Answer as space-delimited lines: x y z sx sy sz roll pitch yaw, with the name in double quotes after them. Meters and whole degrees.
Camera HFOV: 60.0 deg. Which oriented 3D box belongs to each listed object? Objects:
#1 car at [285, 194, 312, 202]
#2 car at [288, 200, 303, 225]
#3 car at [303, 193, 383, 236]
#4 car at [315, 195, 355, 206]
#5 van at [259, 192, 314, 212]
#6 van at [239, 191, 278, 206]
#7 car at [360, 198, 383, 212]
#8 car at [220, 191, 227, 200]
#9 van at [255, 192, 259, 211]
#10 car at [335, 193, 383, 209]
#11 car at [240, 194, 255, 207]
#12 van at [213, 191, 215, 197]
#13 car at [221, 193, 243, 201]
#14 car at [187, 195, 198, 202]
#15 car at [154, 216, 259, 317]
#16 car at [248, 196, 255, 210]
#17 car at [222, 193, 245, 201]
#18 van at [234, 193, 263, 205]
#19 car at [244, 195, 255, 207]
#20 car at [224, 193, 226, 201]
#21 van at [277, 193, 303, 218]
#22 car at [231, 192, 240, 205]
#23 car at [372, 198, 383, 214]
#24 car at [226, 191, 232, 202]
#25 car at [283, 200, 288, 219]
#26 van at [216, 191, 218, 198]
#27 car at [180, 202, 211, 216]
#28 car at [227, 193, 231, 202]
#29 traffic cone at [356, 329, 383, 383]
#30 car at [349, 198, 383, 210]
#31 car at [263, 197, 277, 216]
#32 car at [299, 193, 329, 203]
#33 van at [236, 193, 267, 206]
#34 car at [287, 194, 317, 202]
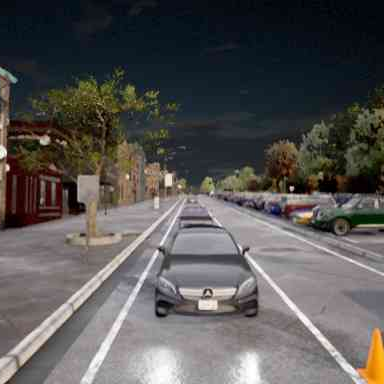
21.994 1.194 68.729 4.892 1.521 2.231 0 1 0 "car"
9.070 1.468 20.599 5.366 1.575 1.946 0 0 0 "car"
9.247 1.223 17.796 5.566 2.045 2.435 0 0 0 "car"
22.294 1.337 52.076 5.366 1.575 1.946 0 1 0 "car"
9.057 1.233 31.816 4.442 1.987 1.878 0 0 0 "van"
9.190 1.167 45.839 4.442 1.987 1.878 0 0 0 "van"
22.179 1.472 38.189 4.792 1.488 2.163 0 0 0 "car"
8.903 0.969 65.458 5.566 2.045 2.435 0 1 0 "car"
9.270 1.226 34.619 4.442 1.987 1.878 0 0 0 "van"
22.140 1.157 43.745 5.566 2.045 2.435 0 0 0 "car"
9.100 1.413 43.032 4.892 1.521 2.231 0 0 0 "car"
8.633 0.772 90.685 4.442 1.987 1.878 0 1 0 "van"
8.840 1.021 73.868 4.553 1.767 2.185 0 1 0 "car"
0.064 1.306 56.445 2.128 1.511 4.902 0 0 0 "car"
0.249 1.525 7.590 1.812 1.442 4.674 0 0 0 "car"
9.163 1.473 37.422 4.792 1.488 2.163 0 0 0 "car"
8.860 1.045 71.065 4.553 1.767 2.185 0 1 0 "car"
9.129 1.094 54.246 4.442 1.987 1.878 0 1 0 "van"
9.111 1.470 40.229 4.674 1.452 2.002 0 0 0 "car"
8.949 1.285 62.657 4.674 1.452 2.002 0 1 0 "car"
9.331 1.240 26.207 4.442 1.987 1.878 0 0 0 "van"
9.025 1.118 48.638 5.566 2.045 2.435 0 1 0 "car"
22.413 1.447 35.418 5.366 1.575 1.946 0 0 0 "car"
9.003 1.144 59.853 4.553 1.767 2.185 0 1 0 "car"
9.237 1.509 23.403 4.674 1.452 2.002 0 0 0 "car"
8.714 0.871 79.473 4.442 1.987 1.878 0 1 0 "van"
0.185 1.533 18.516 2.033 1.411 5.357 0 0 0 "car"
8.986 1.296 57.051 4.892 1.521 2.231 0 1 0 "car"
2.240 1.958 4.028 0.340 0.580 0.340 0 0 0 "traffic cone"
22.217 1.456 40.972 4.792 1.488 2.163 0 0 0 "car"
9.189 1.463 29.010 5.008 1.535 2.097 0 0 0 "car"
22.079 1.141 60.402 4.553 1.767 2.185 0 1 0 "car"
9.149 1.118 51.443 4.442 1.987 1.878 0 1 0 "van"
21.823 1.215 65.951 5.366 1.575 1.946 0 0 0 "car"
